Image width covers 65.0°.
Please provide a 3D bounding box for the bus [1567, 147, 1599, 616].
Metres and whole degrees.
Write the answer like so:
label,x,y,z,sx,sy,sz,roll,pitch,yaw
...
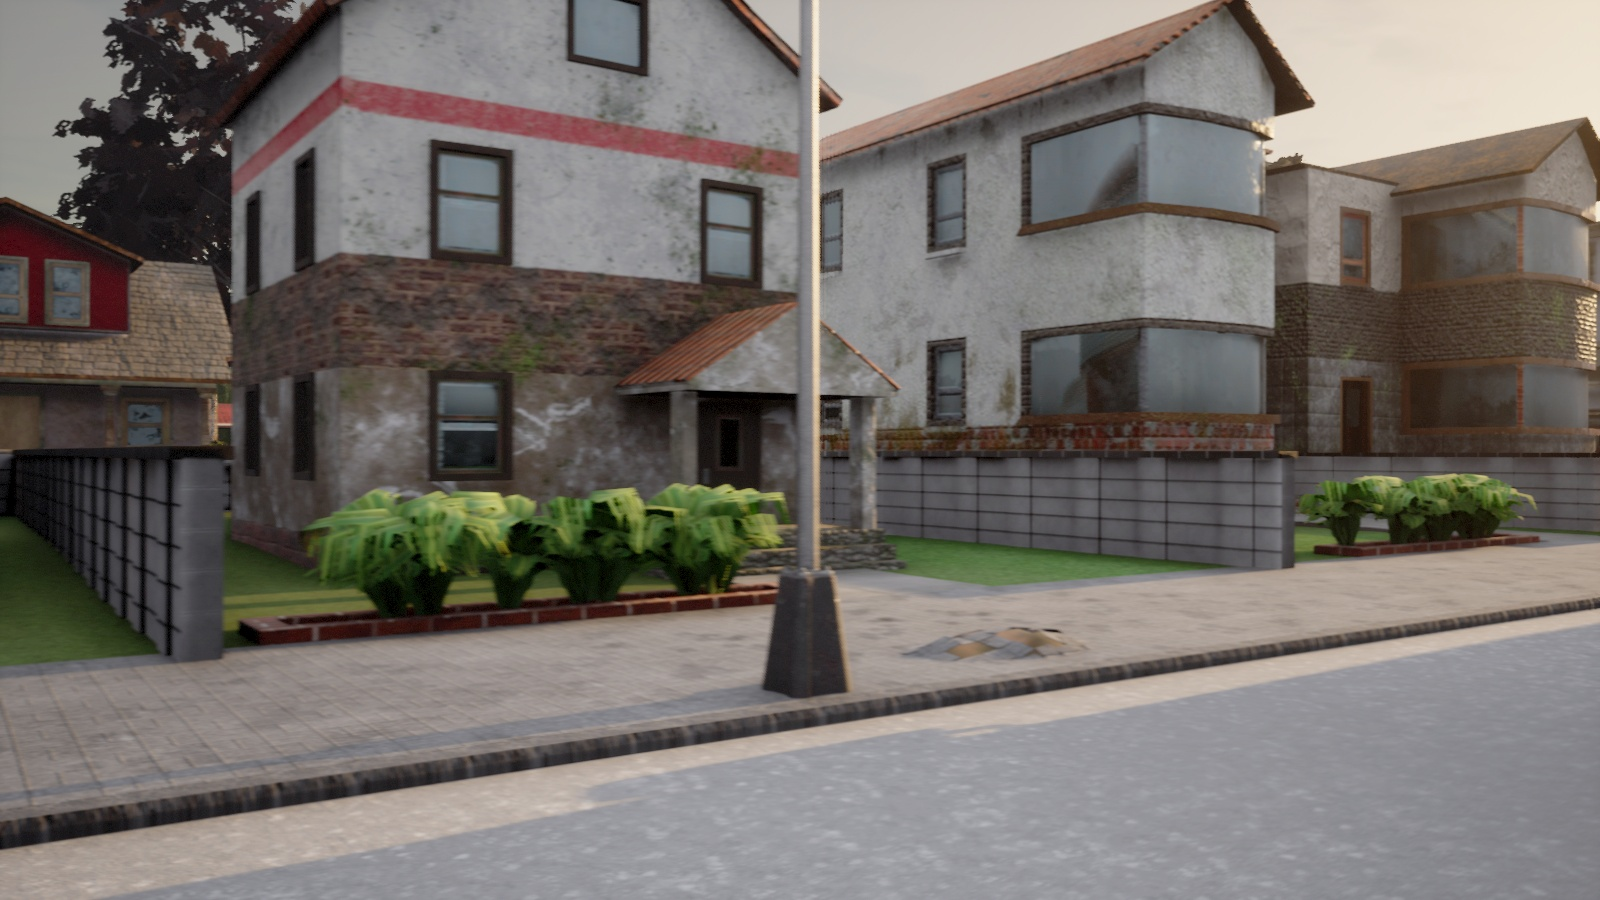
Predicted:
label,x,y,z,sx,sy,sz,roll,pitch,yaw
bus,12.446,-0.626,12.936,10.273,4.253,3.944,0,0,-35
